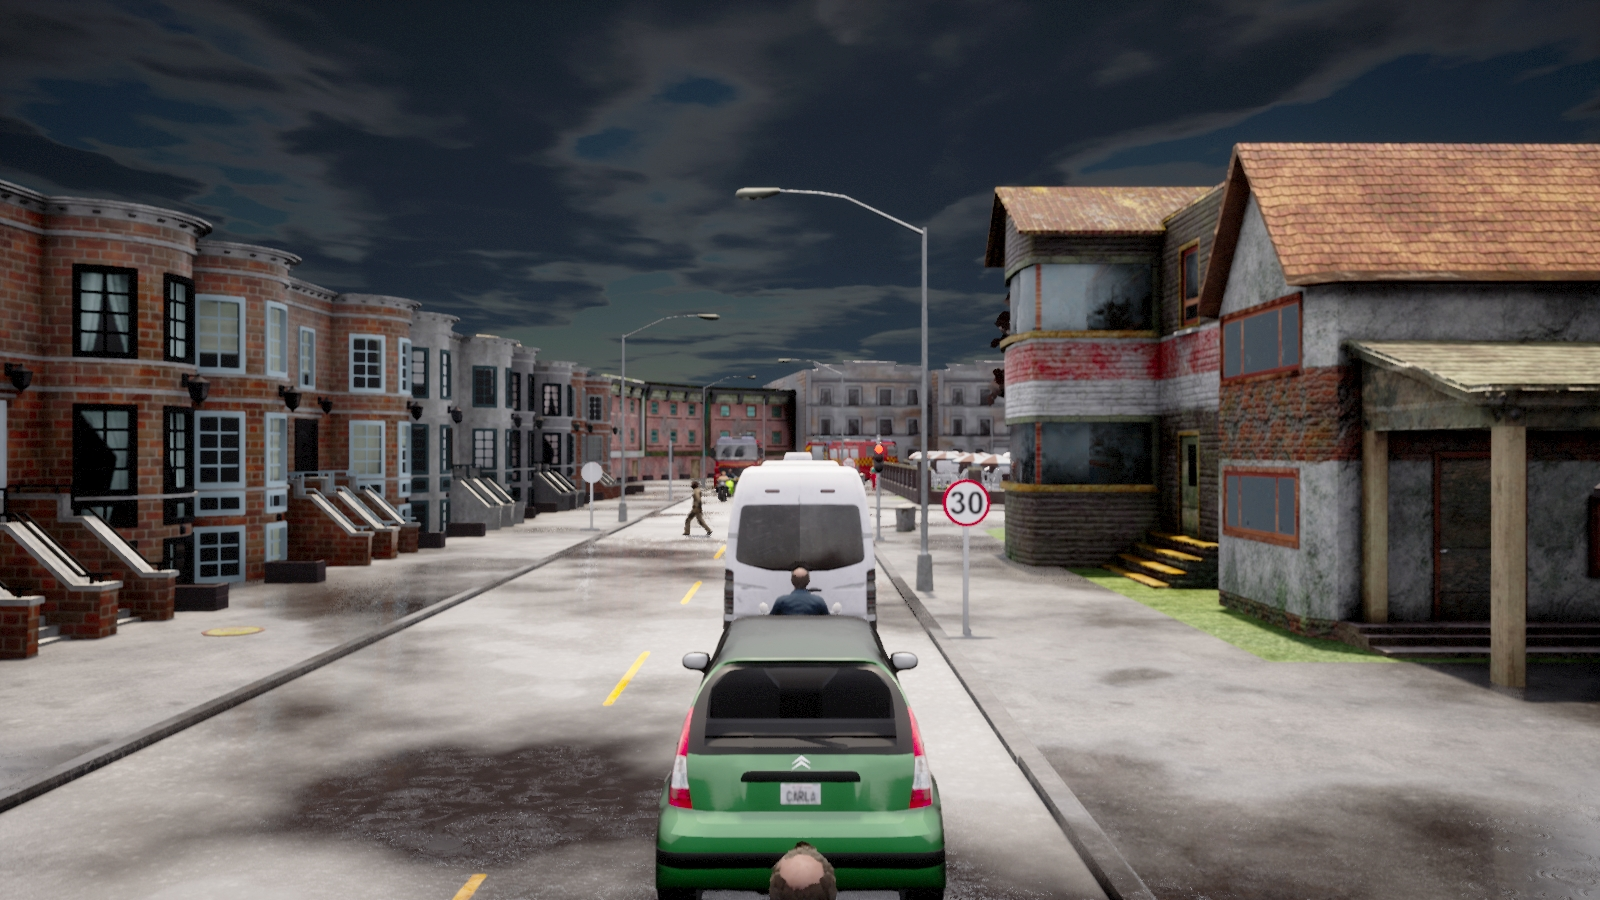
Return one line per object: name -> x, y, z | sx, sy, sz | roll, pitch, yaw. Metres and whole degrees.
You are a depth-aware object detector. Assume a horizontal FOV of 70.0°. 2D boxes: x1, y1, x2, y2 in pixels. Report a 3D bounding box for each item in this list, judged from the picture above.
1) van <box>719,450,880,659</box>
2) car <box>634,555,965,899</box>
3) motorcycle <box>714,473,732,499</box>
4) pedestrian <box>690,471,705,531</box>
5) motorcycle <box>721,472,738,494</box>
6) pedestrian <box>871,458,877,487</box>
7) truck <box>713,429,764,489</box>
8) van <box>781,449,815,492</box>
van -> -0.006, 1.292, 17.042 | 1.988, 2.561, 5.915 | 0, 0, 0
car -> -0.003, 1.768, 8.385 | 1.851, 1.617, 3.988 | 0, 0, 0
motorcycle -> -4.006, 1.877, 59.635 | 0.764, 1.277, 2.356 | 0, 0, 0
pedestrian -> -3.216, 1.584, 35.901 | 0.375, 1.860, 0.375 | 0, 0, 11
motorcycle -> -4.011, 1.882, 65.478 | 0.856, 1.236, 1.805 | 0, 0, 0
pedestrian -> 4.748, 1.437, 73.472 | 0.375, 1.860, 0.375 | 0, 0, 0
truck -> -4.030, 0.578, 76.689 | 2.891, 3.827, 8.468 | 0, 0, 0
van -> -0.086, 1.228, 71.249 | 1.988, 2.561, 5.915 | 0, 0, 1
